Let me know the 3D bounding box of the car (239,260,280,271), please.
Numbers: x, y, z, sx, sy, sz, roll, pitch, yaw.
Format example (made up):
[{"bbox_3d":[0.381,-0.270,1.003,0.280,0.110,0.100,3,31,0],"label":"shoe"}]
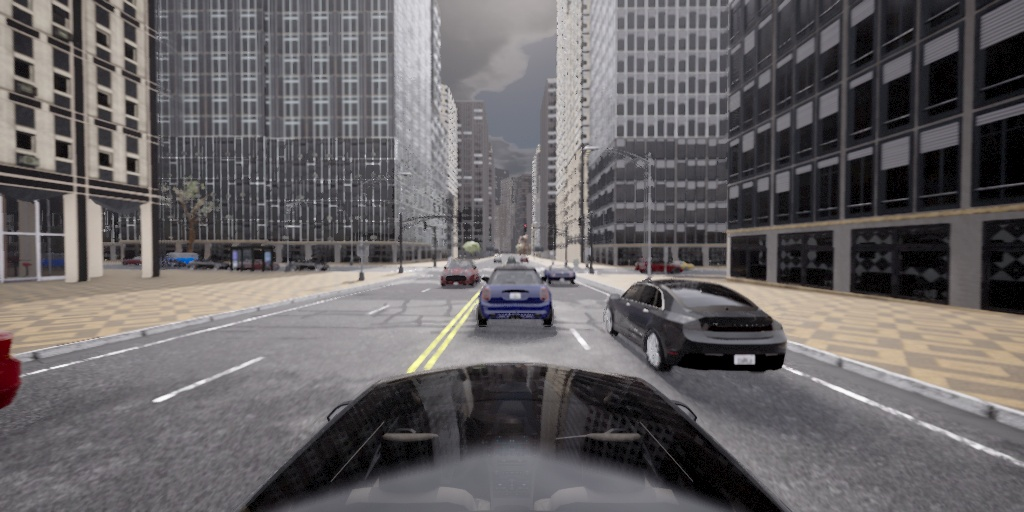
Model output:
[{"bbox_3d":[-28.441,1.045,40.378,4.207,1.307,1.802,0,0,1],"label":"car"}]

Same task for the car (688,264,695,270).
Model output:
[{"bbox_3d":[21.773,1.279,48.039,4.829,1.417,1.751,0,0,1],"label":"car"}]

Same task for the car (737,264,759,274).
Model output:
[{"bbox_3d":[27.617,1.483,39.562,4.829,1.417,1.751,0,0,1],"label":"car"}]

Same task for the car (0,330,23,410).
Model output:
[{"bbox_3d":[-6.599,1.228,1.950,1.882,1.535,5.008,0,0,0],"label":"car"}]

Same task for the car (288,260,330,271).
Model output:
[{"bbox_3d":[-22.757,1.081,40.249,4.313,1.339,1.948,0,0,1],"label":"car"}]

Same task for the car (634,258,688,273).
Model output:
[{"bbox_3d":[16.168,1.174,39.750,5.009,1.841,2.192,0,0,1],"label":"car"}]

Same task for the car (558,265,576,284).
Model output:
[{"bbox_3d":[3.335,1.282,25.988,1.895,1.301,4.718,0,0,0],"label":"car"}]

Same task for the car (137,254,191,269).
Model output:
[{"bbox_3d":[-41.994,0.853,43.368,4.181,1.385,1.994,1,1,2],"label":"car"}]

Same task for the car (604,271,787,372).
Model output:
[{"bbox_3d":[3.341,1.239,7.568,1.837,1.490,4.892,0,0,0],"label":"car"}]

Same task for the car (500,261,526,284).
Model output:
[{"bbox_3d":[0.084,1.182,27.305,1.837,1.490,4.892,0,0,0],"label":"car"}]

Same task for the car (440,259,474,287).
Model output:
[{"bbox_3d":[-3.335,1.040,23.626,2.097,1.767,4.553,0,0,0],"label":"car"}]

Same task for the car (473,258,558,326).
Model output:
[{"bbox_3d":[0.092,1.076,11.732,2.097,1.767,4.553,0,0,0],"label":"car"}]

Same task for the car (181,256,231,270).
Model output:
[{"bbox_3d":[-34.122,0.977,40.547,4.313,1.339,1.948,0,0,1],"label":"car"}]
